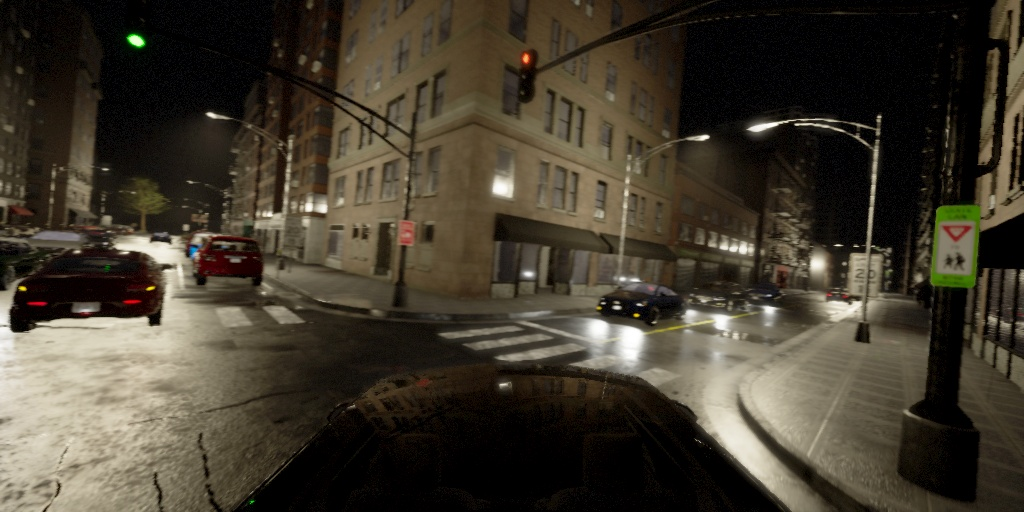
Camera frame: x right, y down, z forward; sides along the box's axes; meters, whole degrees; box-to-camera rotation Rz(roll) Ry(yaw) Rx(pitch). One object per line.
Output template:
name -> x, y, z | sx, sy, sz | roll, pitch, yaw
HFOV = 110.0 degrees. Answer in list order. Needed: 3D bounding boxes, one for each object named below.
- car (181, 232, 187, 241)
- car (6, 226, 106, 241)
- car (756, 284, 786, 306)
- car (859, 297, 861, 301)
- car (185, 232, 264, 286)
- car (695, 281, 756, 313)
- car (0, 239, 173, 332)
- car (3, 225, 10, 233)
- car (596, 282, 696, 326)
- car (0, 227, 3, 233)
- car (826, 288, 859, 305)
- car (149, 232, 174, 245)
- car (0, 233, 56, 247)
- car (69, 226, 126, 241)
car -> -22.849, -0.834, 26.491 | 2.192, 1.841, 5.009 | 0, 0, -43
car -> -21.805, -0.522, 17.376 | 2.033, 1.411, 5.357 | 5, 0, -43
car -> 18.668, 2.778, 26.504 | 4.674, 1.442, 1.812 | 5, 0, -43
car -> 39.913, 4.595, 42.473 | 4.718, 1.301, 1.895 | 5, 0, -42
car -> -11.549, 0.109, 14.488 | 2.192, 1.841, 5.009 | 0, 0, -43
car -> 11.489, 2.173, 19.749 | 4.892, 1.490, 1.837 | 5, 0, -43
car -> -8.610, 0.558, 7.627 | 1.812, 1.442, 4.674 | 5, 0, -43
car -> -24.959, -0.767, 16.926 | 1.948, 1.339, 4.313 | 0, 0, -43
car -> 5.057, 1.709, 13.710 | 4.181, 1.385, 1.994 | 5, 0, -44
car -> -21.197, -0.704, 12.920 | 2.192, 1.841, 5.009 | 0, 0, -43
car -> 32.301, 3.918, 35.305 | 5.357, 1.411, 2.033 | 5, 0, -43
car -> -40.854, -2.091, 41.792 | 1.994, 1.385, 4.181 | 5, 0, -43
car -> -14.725, 0.122, 9.835 | 1.895, 1.301, 4.718 | 5, 0, -43
car -> -29.084, -1.129, 25.140 | 2.033, 1.411, 5.357 | 5, 0, -43
